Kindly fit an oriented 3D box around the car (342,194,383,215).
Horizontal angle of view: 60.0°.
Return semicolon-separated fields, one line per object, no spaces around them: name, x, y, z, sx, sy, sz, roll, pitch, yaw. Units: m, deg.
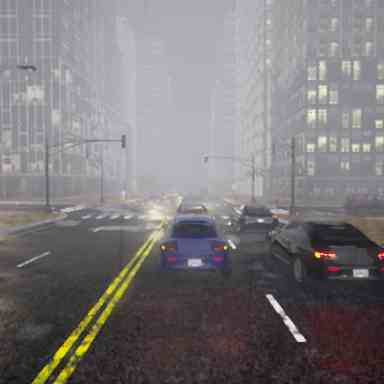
car;16.051;1.106;29.722;5.009;1.841;2.192;1;1;1

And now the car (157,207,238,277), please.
car;0.053;1.385;9.690;1.812;1.442;4.674;0;1;0

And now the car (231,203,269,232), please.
car;3.263;1.304;17.934;1.994;1.385;4.181;0;1;-1

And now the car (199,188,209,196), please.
car;2.839;0.023;80.463;2.150;2.045;5.566;0;1;0

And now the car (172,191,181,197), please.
car;-3.649;0.438;78.008;1.895;1.301;4.718;0;1;0

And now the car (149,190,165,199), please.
car;-6.849;0.627;62.437;2.033;1.411;5.357;0;1;0

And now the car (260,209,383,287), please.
car;3.308;1.397;8.849;1.812;1.442;4.674;0;1;0

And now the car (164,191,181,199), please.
car;-3.610;0.555;62.585;1.882;1.535;5.008;0;1;0

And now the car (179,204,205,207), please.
car;0.006;1.324;19.084;1.895;1.301;4.718;0;1;0

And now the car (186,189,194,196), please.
car;-0.414;0.387;80.868;1.895;1.301;4.718;0;1;0

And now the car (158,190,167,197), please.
car;-6.899;0.344;77.909;1.837;1.490;4.892;0;1;0

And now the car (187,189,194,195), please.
car;-0.466;0.002;90.836;1.812;1.442;4.674;0;1;0

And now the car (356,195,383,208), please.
car;21.617;1.115;38.038;4.829;1.417;1.752;1;1;1
